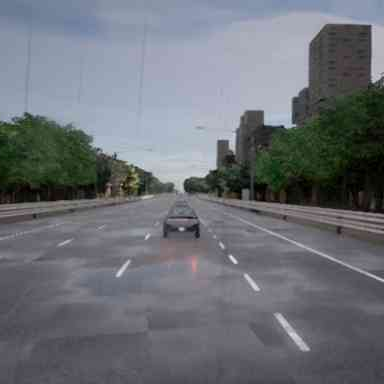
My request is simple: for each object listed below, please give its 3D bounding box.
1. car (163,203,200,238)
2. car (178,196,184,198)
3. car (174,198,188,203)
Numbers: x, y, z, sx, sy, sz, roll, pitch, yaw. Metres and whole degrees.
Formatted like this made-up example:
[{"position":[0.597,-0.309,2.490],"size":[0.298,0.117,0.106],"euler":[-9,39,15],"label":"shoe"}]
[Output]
[{"position":[-0.575,1.575,18.387],"size":[2.128,1.511,4.902],"euler":[0,0,-2],"label":"car"},{"position":[-1.732,1.792,51.505],"size":[1.837,1.490,4.892],"euler":[0,0,-2],"label":"car"},{"position":[-1.105,1.657,33.514],"size":[2.128,1.511,4.902],"euler":[0,0,-2],"label":"car"}]
